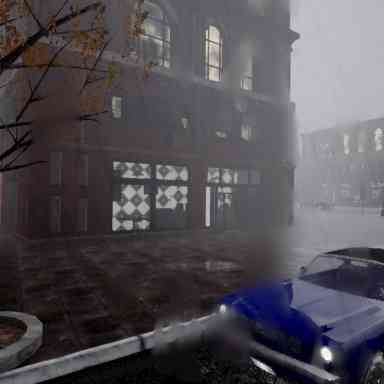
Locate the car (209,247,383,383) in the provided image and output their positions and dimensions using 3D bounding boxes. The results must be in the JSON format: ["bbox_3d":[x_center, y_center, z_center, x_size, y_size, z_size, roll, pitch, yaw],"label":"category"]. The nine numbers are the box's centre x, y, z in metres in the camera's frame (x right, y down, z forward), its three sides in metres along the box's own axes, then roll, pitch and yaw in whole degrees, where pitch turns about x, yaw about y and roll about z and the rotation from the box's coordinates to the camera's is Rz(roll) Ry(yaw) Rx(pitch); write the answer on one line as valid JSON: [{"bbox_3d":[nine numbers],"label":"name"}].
[{"bbox_3d":[2.558,1.602,4.958,4.718,1.301,1.895,0,0,-36],"label":"car"}]

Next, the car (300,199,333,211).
[{"bbox_3d":[15.548,1.617,41.673,2.008,1.369,4.403,1,-1,-28],"label":"car"}]
